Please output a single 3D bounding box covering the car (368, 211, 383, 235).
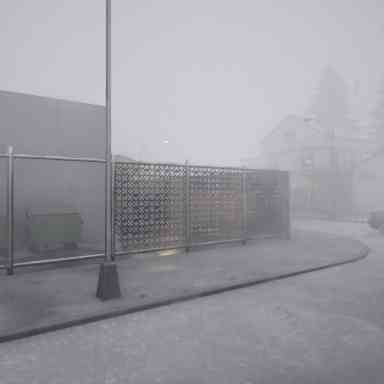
[{"bbox_3d":[11.389,1.492,16.323,4.902,1.511,2.128,0,0,44],"label":"car"}]
